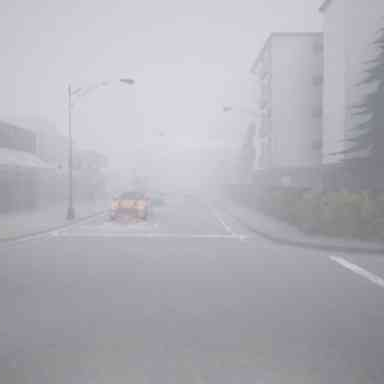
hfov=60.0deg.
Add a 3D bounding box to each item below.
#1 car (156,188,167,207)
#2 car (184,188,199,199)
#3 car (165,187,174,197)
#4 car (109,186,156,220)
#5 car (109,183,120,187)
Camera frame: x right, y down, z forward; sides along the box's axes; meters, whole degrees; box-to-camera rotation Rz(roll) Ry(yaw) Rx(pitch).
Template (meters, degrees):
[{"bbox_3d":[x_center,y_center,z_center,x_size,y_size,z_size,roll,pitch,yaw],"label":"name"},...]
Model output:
[{"bbox_3d":[-3.723,0.563,31.810,1.812,1.442,4.674,0,2,0],"label":"car"},{"bbox_3d":[-0.070,0.200,44.243,1.812,1.442,4.674,0,2,0],"label":"car"},{"bbox_3d":[-3.708,0.036,50.235,1.812,1.442,4.674,0,1,0],"label":"car"},{"bbox_3d":[-3.649,0.711,20.512,2.097,1.767,4.553,0,2,-1],"label":"car"},{"bbox_3d":[-19.247,-0.993,85.960,2.007,1.523,4.514,0,2,-1],"label":"car"}]
